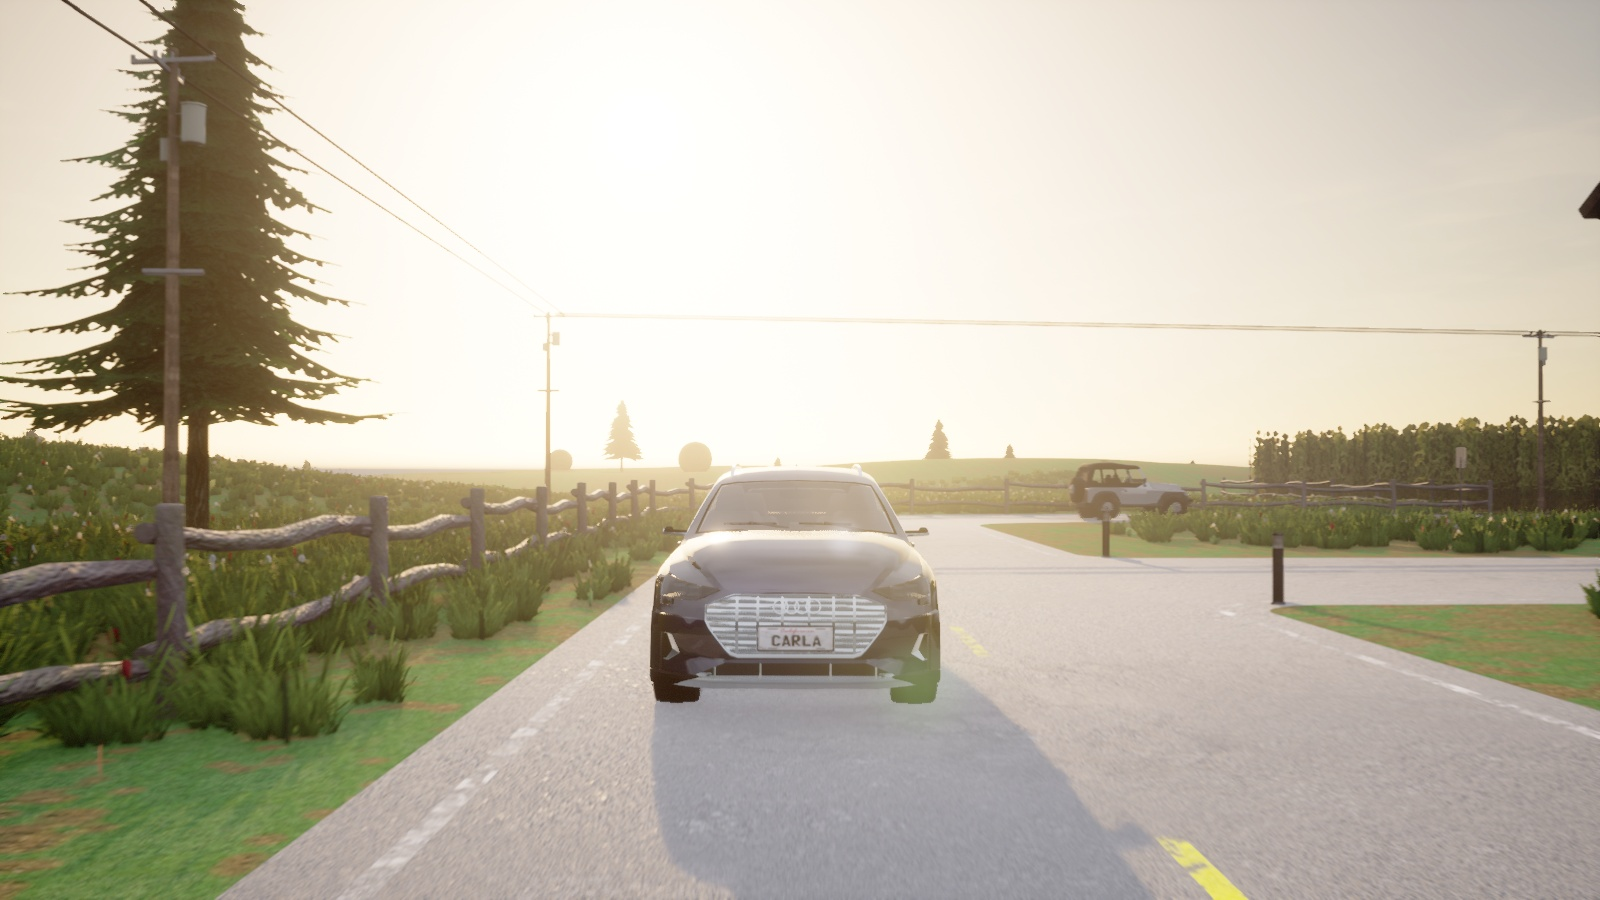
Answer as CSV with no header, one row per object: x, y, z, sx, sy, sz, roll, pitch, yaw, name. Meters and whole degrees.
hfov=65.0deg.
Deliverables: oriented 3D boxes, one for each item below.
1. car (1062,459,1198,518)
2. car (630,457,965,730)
10.795,1.257,41.209,3.866,1.878,1.905,0,-1,-6,car
-0.025,0.913,10.068,2.033,1.649,4.856,0,-1,0,car
